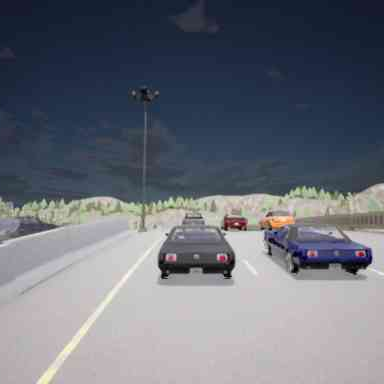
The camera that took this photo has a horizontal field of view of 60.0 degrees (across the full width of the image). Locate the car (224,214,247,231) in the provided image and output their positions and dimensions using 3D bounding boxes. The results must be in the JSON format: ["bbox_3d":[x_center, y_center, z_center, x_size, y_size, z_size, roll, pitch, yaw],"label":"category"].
[{"bbox_3d":[3.628,2.693,29.542,1.882,1.535,5.008,0,-6,0],"label":"car"}]

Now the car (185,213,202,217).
[{"bbox_3d":[0.127,2.602,28.508,2.128,1.511,4.902,0,-6,0],"label":"car"}]

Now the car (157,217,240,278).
[{"bbox_3d":[0.109,1.629,10.078,1.895,1.301,4.718,0,-1,0],"label":"car"}]

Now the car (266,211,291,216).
[{"bbox_3d":[7.126,2.429,28.149,2.097,1.767,4.553,0,-5,0],"label":"car"}]

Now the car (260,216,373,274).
[{"bbox_3d":[3.610,1.640,10.586,1.895,1.301,4.718,0,-1,0],"label":"car"}]

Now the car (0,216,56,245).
[{"bbox_3d":[-7.081,1.652,13.052,2.033,1.411,5.357,0,-2,0],"label":"car"}]
